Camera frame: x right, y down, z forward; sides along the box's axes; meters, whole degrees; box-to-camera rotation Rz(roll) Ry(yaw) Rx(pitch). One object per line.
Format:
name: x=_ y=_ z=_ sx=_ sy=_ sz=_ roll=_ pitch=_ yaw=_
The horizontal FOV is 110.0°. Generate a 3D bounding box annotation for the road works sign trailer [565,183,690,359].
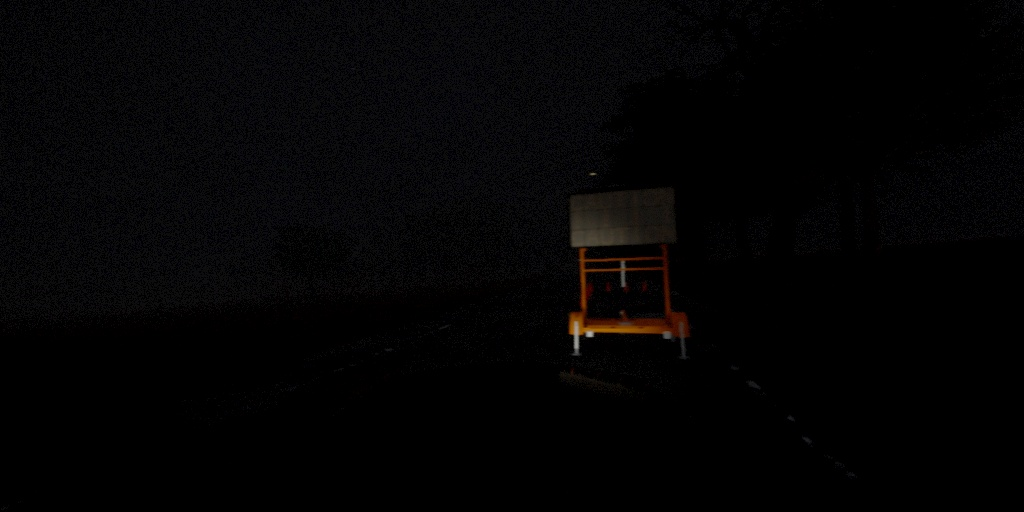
road works sign trailer: x=2.650 y=0.189 z=8.361 sx=2.380 sy=3.560 sz=2.880 roll=0 pitch=0 yaw=16
